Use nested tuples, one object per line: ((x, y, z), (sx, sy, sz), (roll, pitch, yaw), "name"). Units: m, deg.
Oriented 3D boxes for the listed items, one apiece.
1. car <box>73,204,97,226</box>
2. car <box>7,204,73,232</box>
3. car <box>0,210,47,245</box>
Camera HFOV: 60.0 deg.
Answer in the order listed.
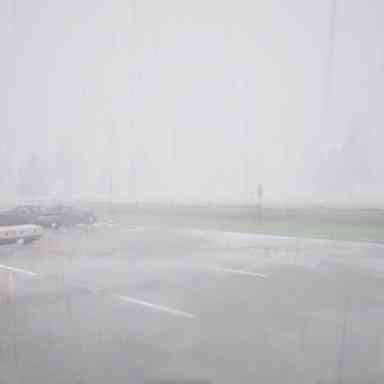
((-8.352, 1.526, 21.983), (4.674, 1.442, 1.812), (0, 0, 29), "car")
((-9.310, 1.492, 18.525), (4.902, 1.511, 2.128), (0, 0, 30), "car")
((-8.540, 1.601, 14.066), (4.718, 1.301, 1.895), (0, 0, 32), "car")
